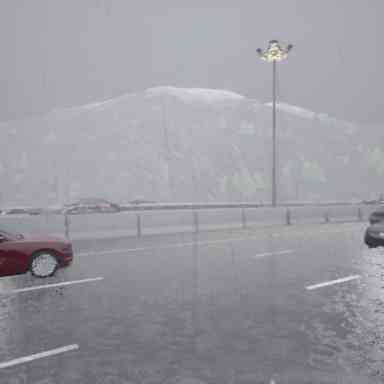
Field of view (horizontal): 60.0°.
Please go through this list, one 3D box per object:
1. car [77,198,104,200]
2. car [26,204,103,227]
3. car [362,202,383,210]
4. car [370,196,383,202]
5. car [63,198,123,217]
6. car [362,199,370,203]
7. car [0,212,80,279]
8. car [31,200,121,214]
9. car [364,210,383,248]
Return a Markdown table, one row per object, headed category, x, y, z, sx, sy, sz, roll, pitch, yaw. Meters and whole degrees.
| category | x | y | z | sx | sy | sz | roll | pitch | yaw |
| --- | --- | --- | --- | --- | --- | --- | --- | --- | --- |
| car | -8.932 | 1.289 | 27.253 | 4.553 | 1.767 | 2.097 | 0 | 0 | -32 |
| car | -8.853 | 1.547 | 23.195 | 4.718 | 1.301 | 1.895 | 0 | 0 | -33 |
| car | 12.301 | 1.475 | 19.087 | 4.892 | 1.490 | 1.837 | 0 | 0 | -28 |
| car | 26.773 | 1.431 | 44.479 | 4.892 | 1.490 | 1.837 | 0 | 0 | -19 |
| car | -9.241 | 1.407 | 31.209 | 5.008 | 1.535 | 1.882 | 0 | 0 | -32 |
| car | 27.062 | 1.398 | 48.275 | 5.008 | 1.535 | 1.882 | 0 | 0 | -18 |
| car | -5.589 | 1.456 | 8.274 | 5.008 | 1.535 | 1.882 | 0 | 0 | -35 |
| car | -6.964 | 1.445 | 20.234 | 4.902 | 1.511 | 2.128 | 0 | 0 | -33 |
| car | 8.813 | 1.543 | 13.213 | 4.181 | 1.385 | 1.994 | 0 | 0 | -30 |
